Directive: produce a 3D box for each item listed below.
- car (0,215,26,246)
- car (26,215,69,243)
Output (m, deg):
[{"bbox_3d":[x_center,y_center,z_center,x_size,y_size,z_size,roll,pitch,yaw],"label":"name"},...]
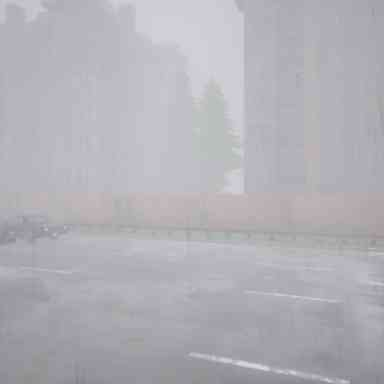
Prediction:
[{"bbox_3d":[-10.150,1.759,14.329,5.357,1.411,2.033,0,-1,21],"label":"car"},{"bbox_3d":[-9.005,1.880,17.638,4.718,1.301,1.895,0,-1,21],"label":"car"}]
